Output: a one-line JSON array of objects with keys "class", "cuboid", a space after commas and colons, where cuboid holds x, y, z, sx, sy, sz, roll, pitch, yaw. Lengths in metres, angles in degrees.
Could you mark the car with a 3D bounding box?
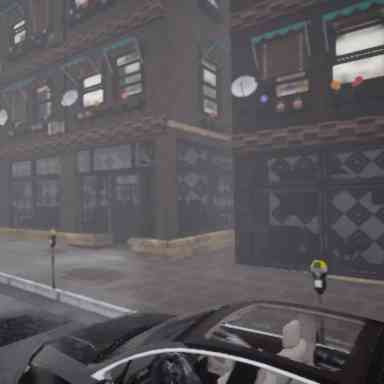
[{"class": "car", "cuboid": [0.434, 1.548, 2.433, 4.403, 1.369, 2.008, 0, -1, 35]}]
